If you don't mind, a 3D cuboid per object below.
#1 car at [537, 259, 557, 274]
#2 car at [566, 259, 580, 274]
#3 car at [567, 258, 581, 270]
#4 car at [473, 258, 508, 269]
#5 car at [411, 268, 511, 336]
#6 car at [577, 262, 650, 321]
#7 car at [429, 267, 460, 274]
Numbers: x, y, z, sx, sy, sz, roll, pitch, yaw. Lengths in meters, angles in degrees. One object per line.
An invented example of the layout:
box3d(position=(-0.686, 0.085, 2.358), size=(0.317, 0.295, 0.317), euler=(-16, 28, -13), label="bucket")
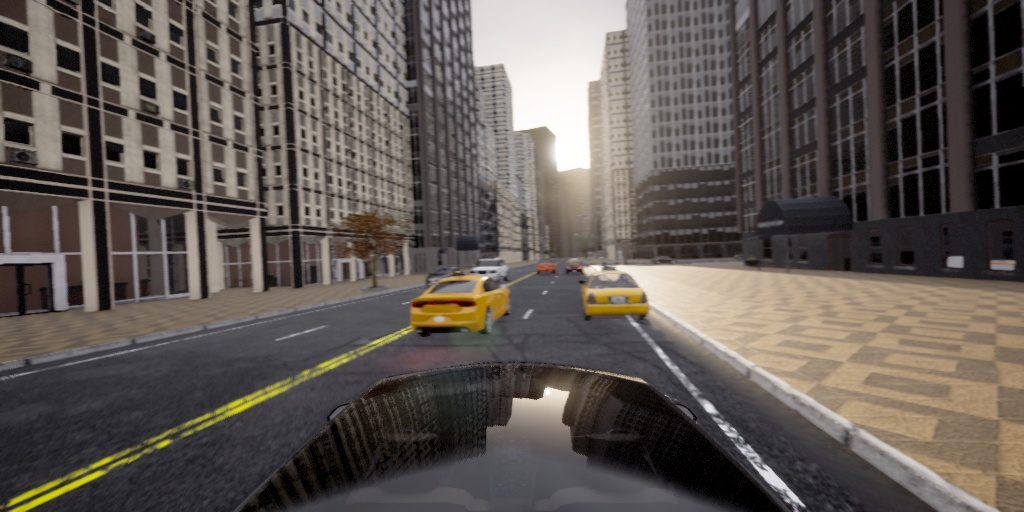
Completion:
box3d(position=(4.155, 1.144, 42.621), size=(2.097, 1.767, 4.553), euler=(-3, 0, 10), label="car")
box3d(position=(6.888, 1.258, 39.455), size=(1.895, 1.301, 4.718), euler=(-3, 0, 10), label="car")
box3d(position=(9.087, 1.113, 52.662), size=(1.882, 1.535, 5.008), euler=(-3, 0, 10), label="car")
box3d(position=(-1.720, 1.193, 28.819), size=(2.150, 2.045, 5.566), euler=(-3, -1, 10), label="car")
box3d(position=(-1.297, 1.332, 10.900), size=(1.882, 1.535, 5.008), euler=(-3, 0, 10), label="car")
box3d(position=(3.236, 1.122, 11.993), size=(1.801, 1.575, 5.366), euler=(-3, 0, 10), label="car")
box3d(position=(-5.150, 1.604, 27.947), size=(2.128, 1.511, 4.902), euler=(-3, 0, 10), label="car")
